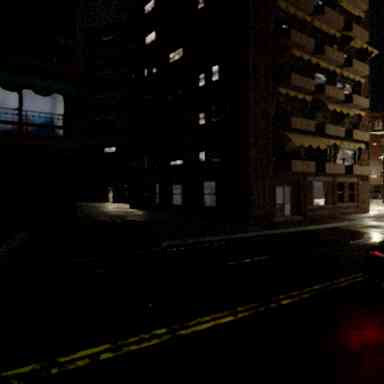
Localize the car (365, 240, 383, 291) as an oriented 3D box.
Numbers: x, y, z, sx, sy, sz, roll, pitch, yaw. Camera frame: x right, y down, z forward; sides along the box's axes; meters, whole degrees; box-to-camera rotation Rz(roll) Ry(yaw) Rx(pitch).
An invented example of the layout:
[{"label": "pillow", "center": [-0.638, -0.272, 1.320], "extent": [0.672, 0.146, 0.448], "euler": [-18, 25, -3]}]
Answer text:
[{"label": "car", "center": [5.947, 1.490, 7.803], "extent": [4.902, 1.511, 2.128], "euler": [0, 0, -36]}]

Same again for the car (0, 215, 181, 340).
[{"label": "car", "center": [-2.508, 1.354, 5.921], "extent": [4.553, 1.767, 2.097], "euler": [0, 0, -36]}]
